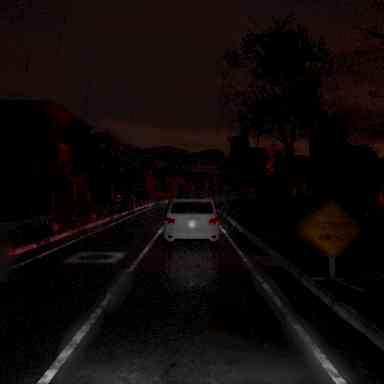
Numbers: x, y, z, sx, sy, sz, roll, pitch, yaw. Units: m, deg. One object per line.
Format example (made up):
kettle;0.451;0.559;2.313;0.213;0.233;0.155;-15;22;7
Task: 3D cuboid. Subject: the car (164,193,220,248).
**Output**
car;0.000;1.201;14.675;2.150;2.045;5.566;0;0;0

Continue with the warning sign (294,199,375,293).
warning sign;3.040;1.101;7.253;1.300;1.860;1.060;-1;0;0

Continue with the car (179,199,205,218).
car;0.000;1.396;29.647;2.033;1.411;5.357;0;0;0
